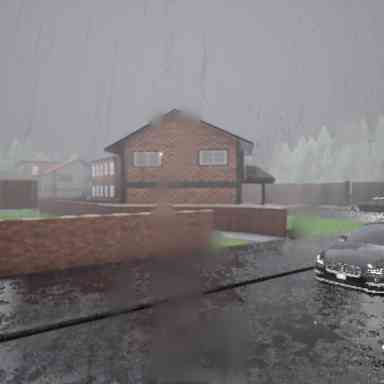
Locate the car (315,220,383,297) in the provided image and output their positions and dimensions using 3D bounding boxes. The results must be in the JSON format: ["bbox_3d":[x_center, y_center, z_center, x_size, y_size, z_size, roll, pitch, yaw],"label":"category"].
[{"bbox_3d":[5.007,1.458,8.112,4.892,1.490,1.837,0,0,-35],"label":"car"}]

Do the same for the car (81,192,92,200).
[{"bbox_3d":[-12.188,0.901,40.144,1.905,1.878,3.866,0,0,-35],"label":"car"}]

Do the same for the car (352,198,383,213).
[{"bbox_3d":[17.781,1.323,31.954,1.837,1.490,4.892,0,0,-35],"label":"car"}]
